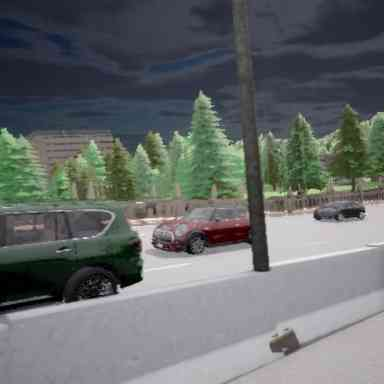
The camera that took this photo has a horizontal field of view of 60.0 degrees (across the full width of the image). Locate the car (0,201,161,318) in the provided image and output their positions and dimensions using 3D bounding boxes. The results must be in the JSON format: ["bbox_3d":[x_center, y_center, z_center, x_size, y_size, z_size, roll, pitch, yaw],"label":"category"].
[{"bbox_3d":[-3.552,1.219,5.756,5.566,2.045,2.150,0,0,-36],"label":"car"}]

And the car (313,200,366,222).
[{"bbox_3d":[11.045,1.368,24.774,4.892,1.490,1.837,0,0,-35],"label":"car"}]

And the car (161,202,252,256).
[{"bbox_3d":[0.713,1.303,13.100,4.553,1.767,2.097,0,0,-35],"label":"car"}]
